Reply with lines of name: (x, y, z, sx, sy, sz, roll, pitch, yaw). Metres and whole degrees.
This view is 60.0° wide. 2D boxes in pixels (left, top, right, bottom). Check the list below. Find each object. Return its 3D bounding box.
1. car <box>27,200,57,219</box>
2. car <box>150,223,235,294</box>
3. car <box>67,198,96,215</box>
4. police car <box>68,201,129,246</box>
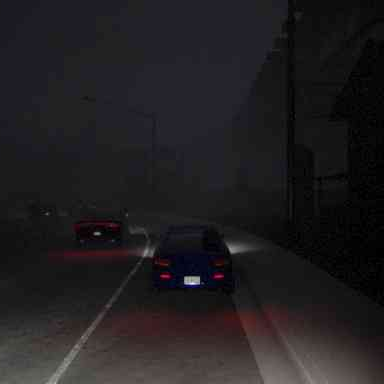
car: (-13.094, 1.506, 29.021, 1.837, 1.490, 4.892, 1, 0, -34)
car: (0.003, 1.525, 8.650, 1.812, 1.442, 4.674, 0, 0, 0)
car: (-10.018, 1.352, 30.645, 2.097, 1.767, 4.553, 0, 0, -33)
police car: (-4.027, 1.425, 15.532, 1.930, 1.638, 5.238, 0, 0, -7)
